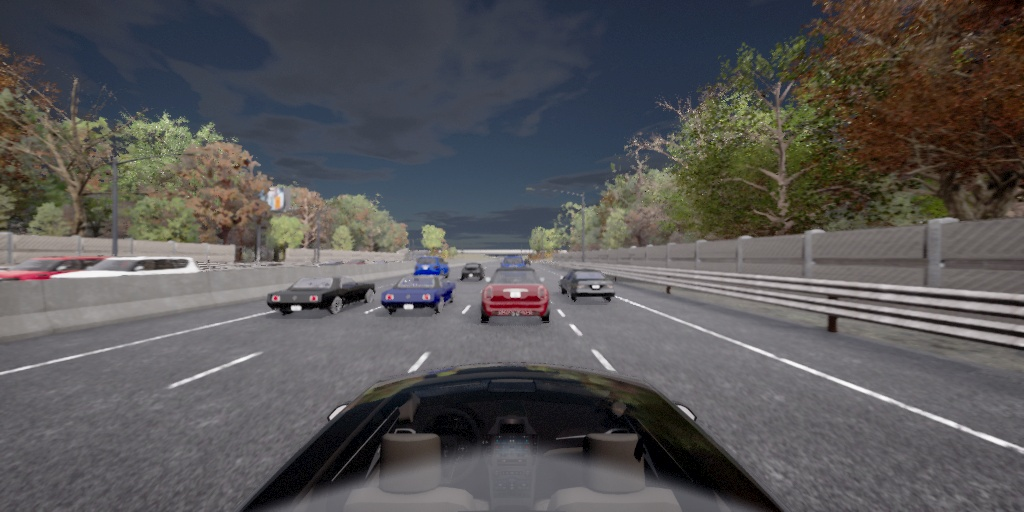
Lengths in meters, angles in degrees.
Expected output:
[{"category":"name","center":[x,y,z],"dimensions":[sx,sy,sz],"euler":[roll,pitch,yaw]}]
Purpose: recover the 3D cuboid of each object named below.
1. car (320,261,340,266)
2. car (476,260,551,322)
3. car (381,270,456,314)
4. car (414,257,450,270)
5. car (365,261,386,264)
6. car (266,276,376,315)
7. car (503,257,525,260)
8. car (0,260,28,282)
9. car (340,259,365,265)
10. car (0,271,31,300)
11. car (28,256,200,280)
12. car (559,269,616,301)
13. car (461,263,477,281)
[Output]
[{"category":"car","center":[-28.007,1.499,56.212],"dimensions":[2.033,1.411,5.357],"euler":[0,0,1]},{"category":"car","center":[0.103,1.139,12.516],"dimensions":[2.097,1.767,4.553],"euler":[0,0,0]},{"category":"car","center":[-3.396,1.393,14.022],"dimensions":[1.895,1.301,4.718],"euler":[0,0,0]},{"category":"car","center":[-6.894,1.076,31.263],"dimensions":[2.150,2.045,5.566],"euler":[0,0,0]},{"category":"car","center":[-21.015,1.504,57.457],"dimensions":[2.033,1.411,5.357],"euler":[0,0,1]},{"category":"car","center":[-6.896,1.392,13.689],"dimensions":[1.895,1.301,4.718],"euler":[0,0,0]},{"category":"car","center":[0.107,1.075,31.310],"dimensions":[2.150,2.045,5.566],"euler":[0,0,0]},{"category":"car","center":[-21.096,1.024,16.750],"dimensions":[2.150,2.045,5.566],"euler":[0,0,0]},{"category":"car","center":[-24.520,1.304,56.400],"dimensions":[2.097,1.767,4.553],"euler":[0,0,1]},{"category":"car","center":[-24.596,1.399,15.253],"dimensions":[1.895,1.301,4.718],"euler":[0,0,0]},{"category":"car","center":[-17.596,1.024,16.699],"dimensions":[2.150,2.045,5.566],"euler":[0,0,0]},{"category":"car","center":[3.505,1.350,17.536],"dimensions":[2.033,1.411,5.357],"euler":[0,0,0]},{"category":"car","center":[-3.390,1.361,31.983],"dimensions":[1.837,1.490,4.892],"euler":[0,0,0]}]
